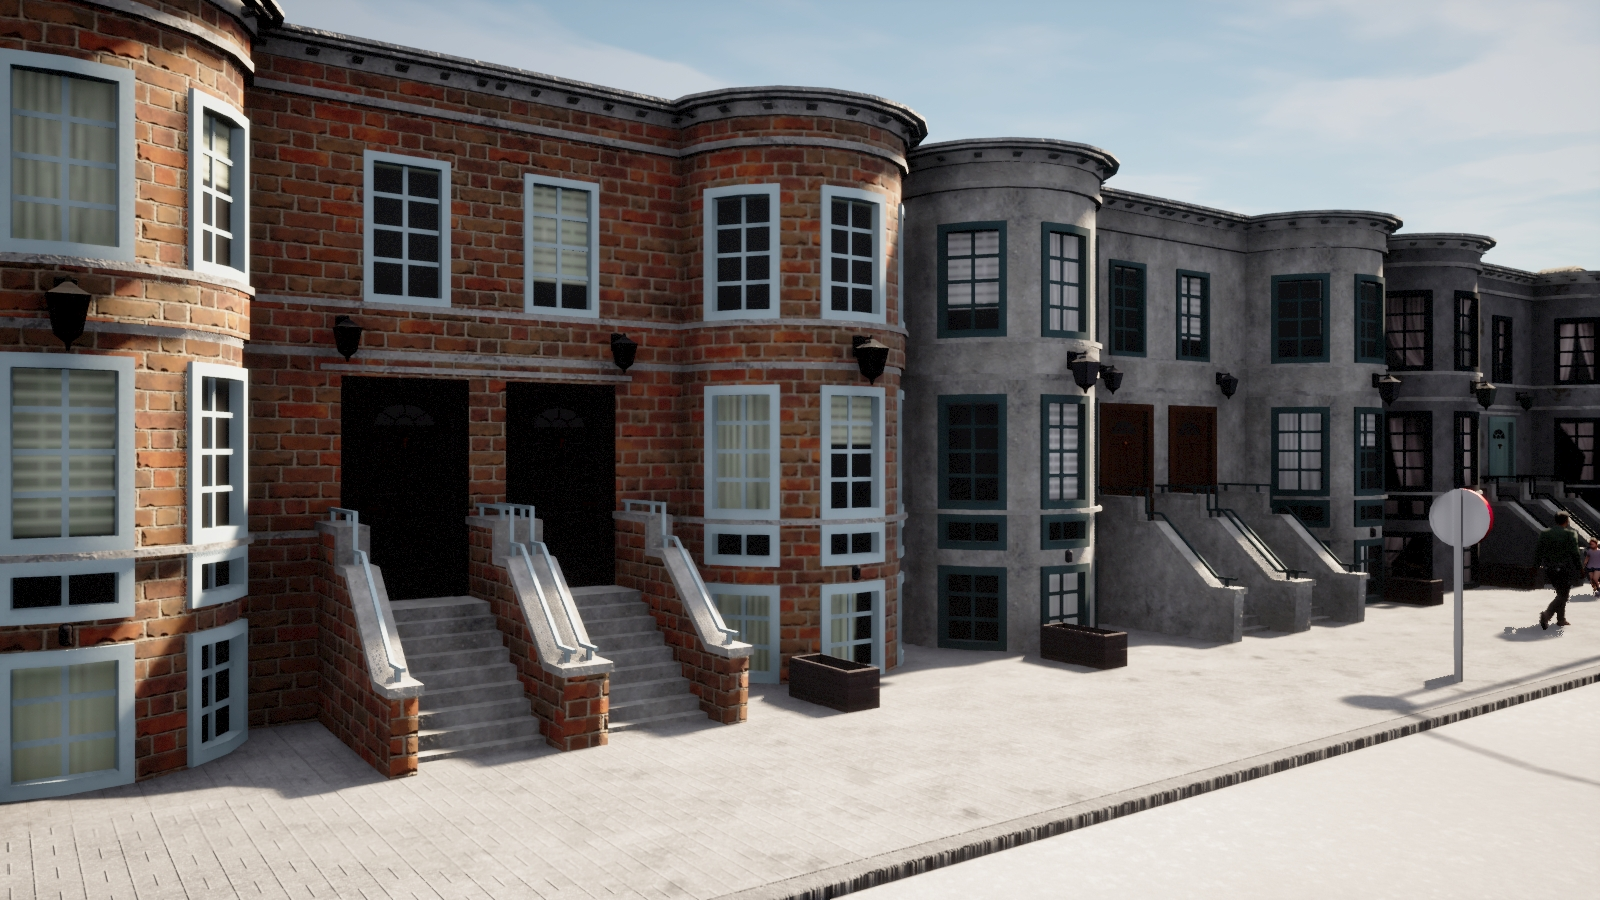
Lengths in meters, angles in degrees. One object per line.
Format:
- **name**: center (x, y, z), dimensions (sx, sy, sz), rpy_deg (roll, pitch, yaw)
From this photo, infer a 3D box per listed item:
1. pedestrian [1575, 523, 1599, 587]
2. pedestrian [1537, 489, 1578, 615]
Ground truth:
- **pedestrian**: center (14.509, 1.904, 20.786), dimensions (0.500, 1.100, 0.500), rpy_deg (0, 0, -27)
- **pedestrian**: center (11.424, 1.524, 17.243), dimensions (0.375, 1.860, 0.375), rpy_deg (0, 0, -26)
